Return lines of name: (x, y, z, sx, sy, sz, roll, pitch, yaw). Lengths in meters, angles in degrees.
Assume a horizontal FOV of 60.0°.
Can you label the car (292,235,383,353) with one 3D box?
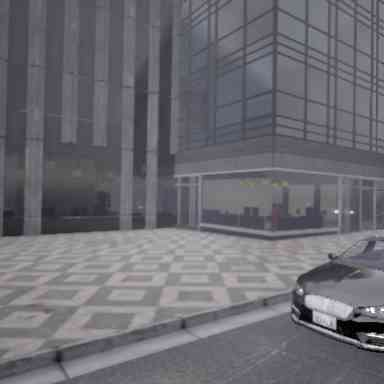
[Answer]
car: (3.877, 1.590, 6.149, 4.902, 1.511, 2.128, 1, -1, -35)
